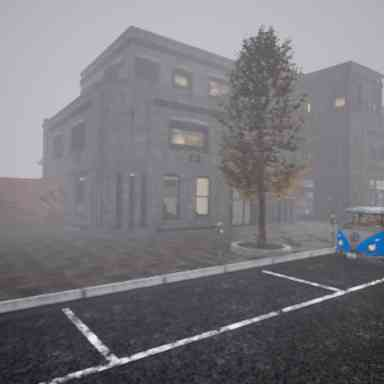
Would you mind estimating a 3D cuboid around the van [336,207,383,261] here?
[{"bbox_3d":[6.504,1.386,11.178,3.998,1.788,1.690,0,1,-35],"label":"van"}]
